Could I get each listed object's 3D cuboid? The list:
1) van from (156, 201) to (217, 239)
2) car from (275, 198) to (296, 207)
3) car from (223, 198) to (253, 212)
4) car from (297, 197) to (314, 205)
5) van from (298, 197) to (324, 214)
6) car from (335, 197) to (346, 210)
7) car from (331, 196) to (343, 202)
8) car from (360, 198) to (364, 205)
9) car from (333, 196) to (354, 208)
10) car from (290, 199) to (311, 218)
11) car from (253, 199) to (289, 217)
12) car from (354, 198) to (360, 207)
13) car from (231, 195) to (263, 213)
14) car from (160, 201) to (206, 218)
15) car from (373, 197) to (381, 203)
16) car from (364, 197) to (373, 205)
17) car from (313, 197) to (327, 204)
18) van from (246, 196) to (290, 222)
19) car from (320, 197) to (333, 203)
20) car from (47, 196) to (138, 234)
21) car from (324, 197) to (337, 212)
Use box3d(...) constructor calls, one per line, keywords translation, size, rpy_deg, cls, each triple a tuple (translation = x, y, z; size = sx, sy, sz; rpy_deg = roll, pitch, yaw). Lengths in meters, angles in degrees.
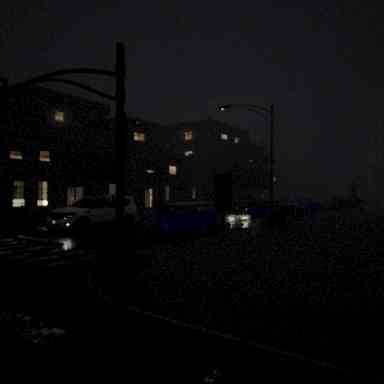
box3d(translation=(-0.177, 1.416, 17.710), size=(1.690, 1.788, 3.998), rpy_deg=(0, 0, 35), cls="van")
box3d(translation=(15.212, 1.683, 54.162), size=(1.887, 1.381, 4.507), rpy_deg=(0, 0, 35), cls="car")
box3d(translation=(5.684, 1.524, 40.613), size=(1.967, 1.590, 4.097), rpy_deg=(0, 0, 35), cls="car")
box3d(translation=(21.565, 1.723, 63.195), size=(1.887, 1.381, 4.507), rpy_deg=(0, 0, 35), cls="car")
box3d(translation=(12.528, 1.478, 35.777), size=(1.690, 1.788, 3.998), rpy_deg=(0, 0, 35), cls="van")
box3d(translation=(18.880, 1.739, 44.810), size=(1.947, 1.339, 4.313), rpy_deg=(0, 0, 35), cls="car")
box3d(translation=(37.447, 1.730, 85.778), size=(1.967, 1.590, 4.097), rpy_deg=(0, 0, 35), cls="car")
box3d(translation=(28.508, 1.758, 58.499), size=(1.752, 1.417, 4.829), rpy_deg=(0, 0, 35), cls="car")
box3d(translation=(22.058, 1.507, 49.328), size=(2.192, 1.841, 5.009), rpy_deg=(0, 0, 35), cls="car")
box3d(translation=(9.351, 1.665, 31.259), size=(1.887, 1.381, 4.507), rpy_deg=(0, 0, 35), cls="car")
box3d(translation=(8.137, 1.586, 34.035), size=(1.882, 1.535, 5.008), rpy_deg=(0, 0, 35), cls="car")
box3d(translation=(25.235, 1.526, 53.844), size=(2.192, 1.841, 5.009), rpy_deg=(0, 0, 35), cls="car")
box3d(translation=(6.332, 1.313, 37.015), size=(2.150, 2.045, 5.566), rpy_deg=(0, 0, 35), cls="car")
box3d(translation=(-0.767, 1.575, 31.440), size=(1.752, 1.417, 4.829), rpy_deg=(0, 0, 35), cls="car")
box3d(translation=(44.292, 1.909, 80.943), size=(1.947, 1.339, 4.313), rpy_deg=(0, 0, 35), cls="car")
box3d(translation=(34.762, 1.819, 67.393), size=(1.887, 1.381, 4.507), rpy_deg=(0, 0, 35), cls="car")
box3d(translation=(27.820, 1.746, 72.089), size=(1.752, 1.417, 4.829), rpy_deg=(0, 0, 35), cls="car")
box3d(translation=(6.175, 1.445, 26.744), size=(1.690, 1.788, 3.998), rpy_deg=(0, 0, 35), cls="van")
box3d(translation=(31.094, 1.809, 76.745), size=(1.947, 1.339, 4.313), rpy_deg=(0, 0, 35), cls="car")
box3d(translation=(-5.713, 1.255, 19.928), size=(2.150, 2.045, 5.566), rpy_deg=(1, 0, 36), cls="car")
box3d(translation=(15.802, 1.681, 40.433), size=(1.752, 1.417, 4.829), rpy_deg=(0, 0, 35), cls="car")
